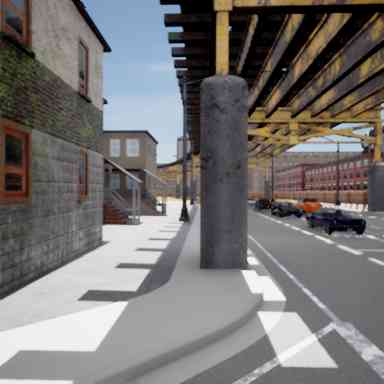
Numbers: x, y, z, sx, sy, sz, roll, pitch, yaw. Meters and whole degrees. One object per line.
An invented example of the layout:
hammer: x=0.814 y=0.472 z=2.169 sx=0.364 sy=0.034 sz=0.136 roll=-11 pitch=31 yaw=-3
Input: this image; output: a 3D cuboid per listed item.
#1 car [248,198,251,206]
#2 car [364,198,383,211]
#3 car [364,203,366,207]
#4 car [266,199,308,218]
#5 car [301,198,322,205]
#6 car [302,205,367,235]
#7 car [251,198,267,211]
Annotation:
car: x=8.882 y=1.621 z=52.480 sx=1.812 sy=1.442 sz=4.674 roll=0 pitch=0 yaw=-5
car: x=24.902 y=1.569 z=42.639 sx=4.974 sy=1.542 sz=2.038 roll=0 pitch=0 yaw=32
car: x=24.946 y=1.412 z=42.612 sx=4.536 sy=1.218 sz=1.853 roll=0 pitch=0 yaw=32
car: x=8.629 y=1.611 z=30.736 sx=2.033 sy=1.411 sz=5.357 roll=0 pitch=0 yaw=2
car: x=12.526 y=1.432 z=36.307 sx=2.097 sy=1.767 sz=4.553 roll=0 pitch=0 yaw=2
car: x=8.197 y=1.647 z=19.316 sx=1.895 sy=1.301 sz=4.718 roll=0 pitch=0 yaw=2
car: x=9.000 y=1.585 z=41.565 sx=1.837 sy=1.490 sz=4.892 roll=0 pitch=0 yaw=2
